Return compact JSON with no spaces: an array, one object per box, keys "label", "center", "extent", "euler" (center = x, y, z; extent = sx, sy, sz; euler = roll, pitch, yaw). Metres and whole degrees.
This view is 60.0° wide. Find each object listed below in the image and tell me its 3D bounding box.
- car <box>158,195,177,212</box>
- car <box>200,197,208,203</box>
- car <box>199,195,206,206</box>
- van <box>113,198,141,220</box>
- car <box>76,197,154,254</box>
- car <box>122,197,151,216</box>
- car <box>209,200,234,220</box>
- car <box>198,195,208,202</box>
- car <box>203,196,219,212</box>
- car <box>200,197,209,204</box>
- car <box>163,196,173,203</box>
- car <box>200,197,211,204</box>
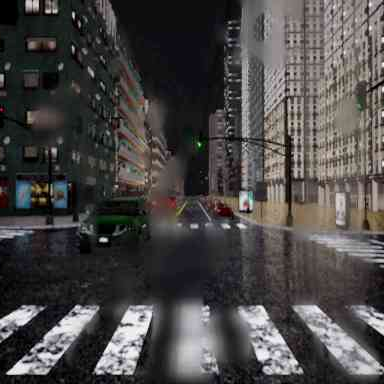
[{"label":"car","center":[-2.960,1.365,40.639],"extent":[2.150,2.045,5.566],"euler":[0,0,0]},{"label":"car","center":[2.774,1.860,78.981],"extent":[1.802,1.307,4.206],"euler":[0,0,0]},{"label":"car","center":[2.754,1.631,56.872],"extent":[1.967,1.590,4.097],"euler":[0,0,0]},{"label":"van","center":[-5.653,1.435,29.243],"extent":[1.690,1.788,3.998],"euler":[0,0,0]},{"label":"car","center":[-2.986,1.274,14.020],"extent":[2.150,2.045,5.566],"euler":[0,0,0]},{"label":"car","center":[-5.647,1.427,34.771],"extent":[2.192,1.841,5.009],"euler":[0,0,0]},{"label":"car","center":[2.727,1.676,29.233],"extent":[1.802,1.307,4.206],"euler":[0,0,0]},{"label":"car","center":[2.781,1.616,84.510],"extent":[2.192,1.841,5.009],"euler":[0,0,0]},{"label":"car","center":[2.738,1.571,40.289],"extent":[1.967,1.590,4.097],"euler":[0,0,0]},{"label":"car","center":[2.769,1.801,73.454],"extent":[1.887,1.381,4.507],"euler":[0,0,0]},{"label":"car","center":[-5.605,1.718,78.991],"extent":[1.967,1.590,4.097],"euler":[0,0,0]},{"label":"car","center":[2.764,1.785,67.927],"extent":[2.008,1.369,4.403],"euler":[0,0,0]}]
